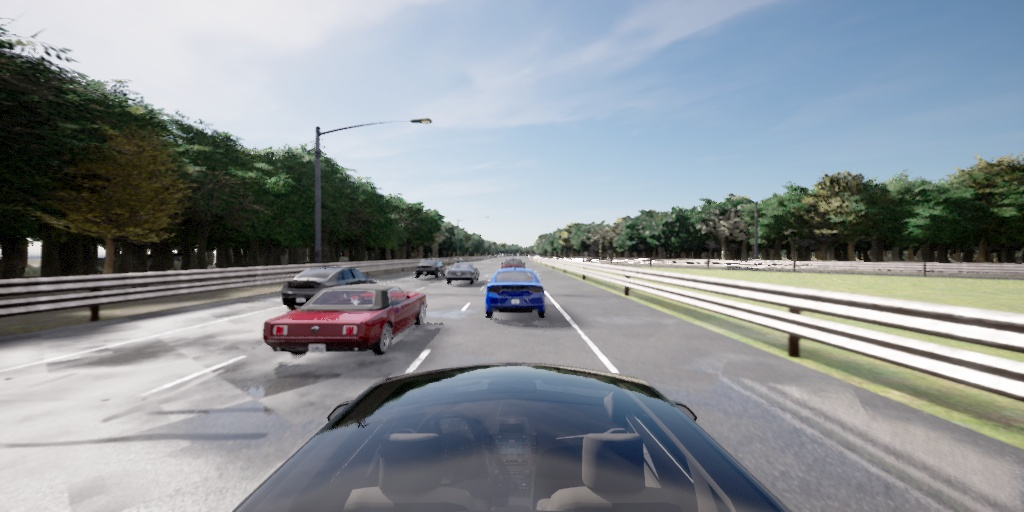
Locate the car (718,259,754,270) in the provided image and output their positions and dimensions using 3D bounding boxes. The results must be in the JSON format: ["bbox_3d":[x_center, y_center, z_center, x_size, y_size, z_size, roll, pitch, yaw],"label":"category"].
[{"bbox_3d":[32.663,1.242,52.247,1.837,1.490,4.892,0,0,-30],"label":"car"}]

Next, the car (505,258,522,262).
[{"bbox_3d":[0.108,0.947,30.438,2.097,1.767,4.553,0,0,0],"label":"car"}]

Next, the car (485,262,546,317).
[{"bbox_3d":[0.103,1.163,12.906,1.882,1.535,5.008,0,0,0],"label":"car"}]

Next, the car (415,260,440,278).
[{"bbox_3d":[-6.894,1.099,30.744,1.837,1.490,4.892,0,0,0],"label":"car"}]

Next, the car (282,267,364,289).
[{"bbox_3d":[-6.890,1.176,14.117,1.837,1.490,4.892,1,1,0],"label":"car"}]

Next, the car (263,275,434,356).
[{"bbox_3d":[-3.398,1.311,8.481,1.895,1.301,4.718,0,0,0],"label":"car"}]

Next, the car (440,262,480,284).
[{"bbox_3d":[-3.397,1.169,25.348,2.033,1.411,5.357,0,0,0],"label":"car"}]
